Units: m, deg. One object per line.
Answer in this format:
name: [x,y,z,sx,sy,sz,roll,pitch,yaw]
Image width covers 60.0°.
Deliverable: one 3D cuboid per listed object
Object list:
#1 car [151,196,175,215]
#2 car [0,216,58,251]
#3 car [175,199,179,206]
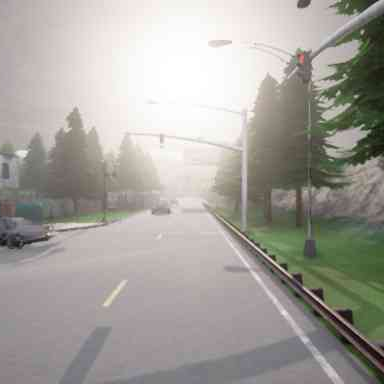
car: [-3.484,1.616,38.240,2.097,1.767,4.553,0,0,0]
car: [-8.811,1.778,14.524,5.357,1.411,2.033,-1,0,-8]
car: [-3.475,1.927,62.925,1.895,1.301,4.718,0,0,0]
